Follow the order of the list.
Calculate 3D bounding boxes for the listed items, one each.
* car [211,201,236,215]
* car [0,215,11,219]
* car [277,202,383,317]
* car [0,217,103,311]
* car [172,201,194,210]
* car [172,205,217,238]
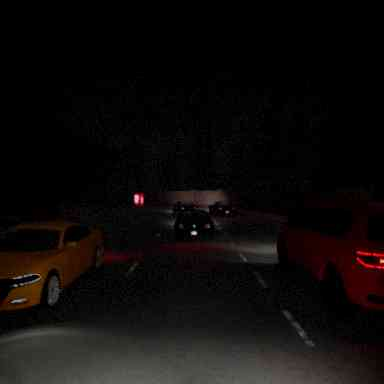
[{"bbox_3d":[2.920,1.599,33.405,1.895,1.301,4.718,0,0,-9],"label":"car"},{"bbox_3d":[-7.082,1.525,11.248,1.812,1.442,4.674,0,0,0],"label":"car"},{"bbox_3d":[3.595,1.220,7.579,2.150,2.045,5.566,0,0,0],"label":"car"},{"bbox_3d":[-3.597,1.477,8.031,1.882,1.535,5.008,0,0,0],"label":"car"},{"bbox_3d":[-0.809,1.599,33.372,1.895,1.301,4.718,0,0,-12],"label":"car"},{"bbox_3d":[0.104,1.600,17.572,1.895,1.301,4.718,0,0,0],"label":"car"}]
